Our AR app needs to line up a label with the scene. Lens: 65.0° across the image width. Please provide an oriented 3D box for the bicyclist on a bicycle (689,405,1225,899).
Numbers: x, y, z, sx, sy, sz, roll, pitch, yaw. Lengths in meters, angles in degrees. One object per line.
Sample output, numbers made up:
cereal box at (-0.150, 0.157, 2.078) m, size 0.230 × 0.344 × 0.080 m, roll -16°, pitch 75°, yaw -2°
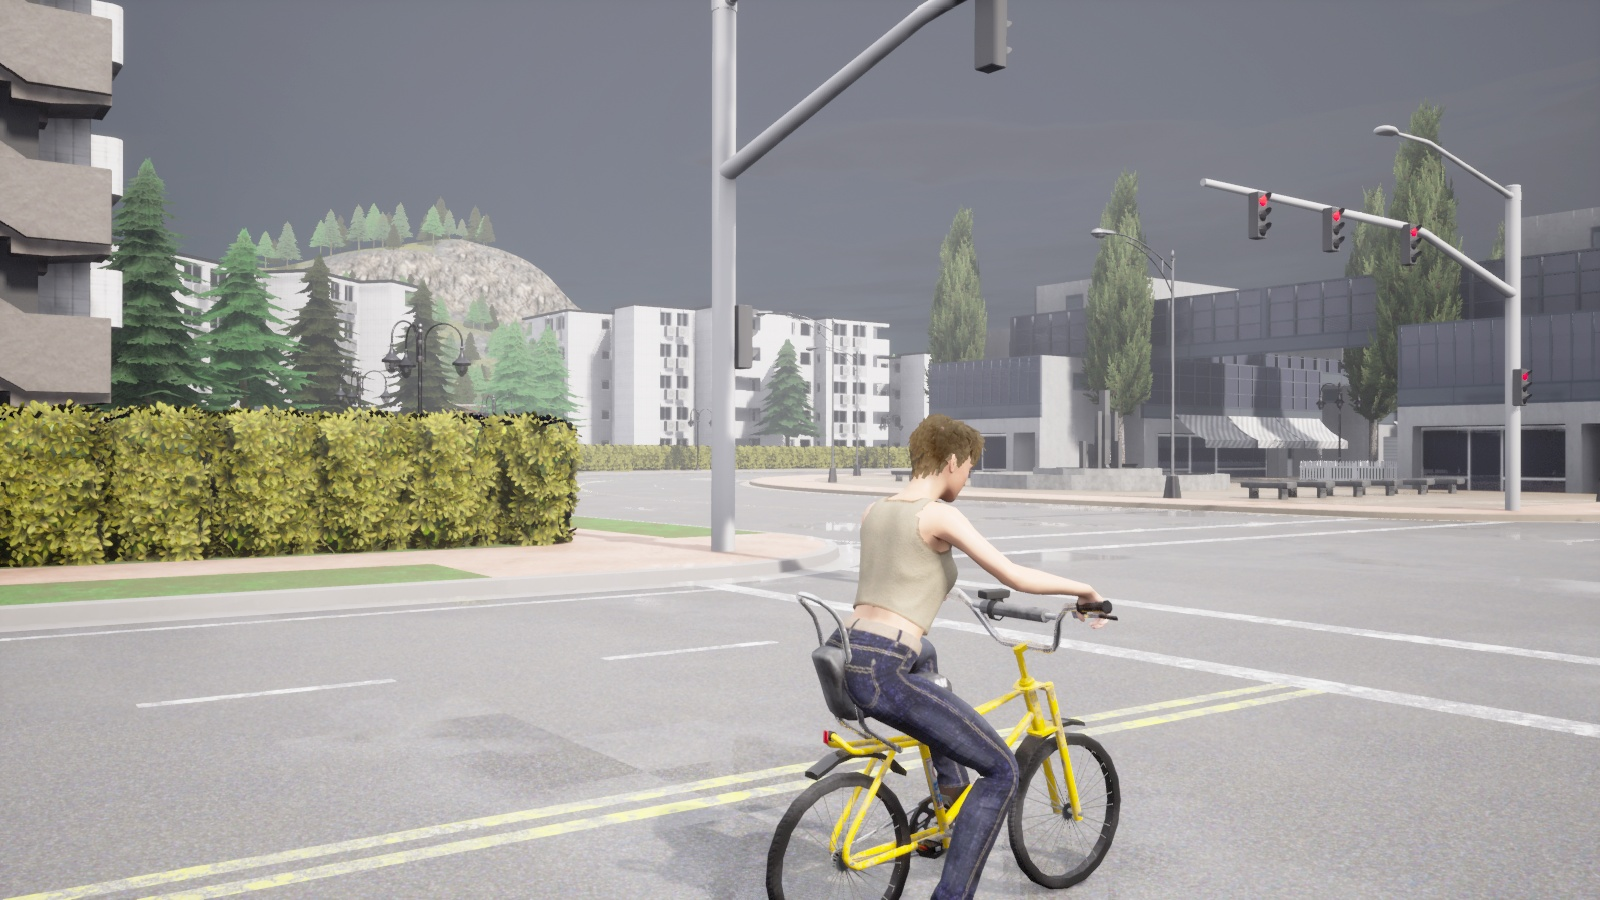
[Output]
bicyclist on a bicycle at (0.520, 0.690, 4.026) m, size 1.509 × 1.612 × 0.866 m, roll 0°, pitch 0°, yaw -35°
